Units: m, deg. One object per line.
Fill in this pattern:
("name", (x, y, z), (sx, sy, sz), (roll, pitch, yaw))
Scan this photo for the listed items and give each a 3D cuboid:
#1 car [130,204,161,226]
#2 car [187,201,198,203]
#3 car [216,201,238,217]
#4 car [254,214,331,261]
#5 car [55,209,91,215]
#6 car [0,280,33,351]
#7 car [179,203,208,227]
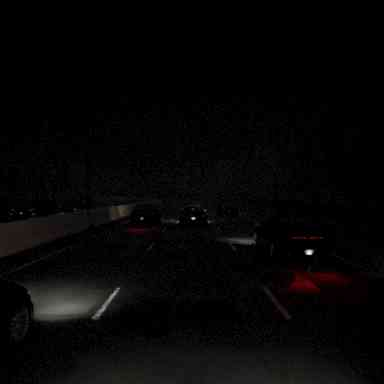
("car", (-3.409, 1.648, 25.137), (1.882, 1.535, 5.008), (0, 0, 0))
("car", (0.086, 1.902, 44.291), (1.895, 1.301, 4.718), (0, 0, 0))
("car", (3.588, 1.713, 34.611), (1.882, 1.535, 5.008), (0, 0, 0))
("car", (3.596, 1.593, 12.620), (1.837, 1.490, 4.892), (0, 0, 0))
("car", (-10.596, 1.424, 30.158), (2.150, 2.045, 5.566), (0, 0, 0))
("car", (-3.401, 1.548, 3.297), (1.812, 1.442, 4.674), (0, 0, 0))
("car", (0.092, 1.728, 24.021), (1.994, 1.385, 4.181), (0, 0, 0))
